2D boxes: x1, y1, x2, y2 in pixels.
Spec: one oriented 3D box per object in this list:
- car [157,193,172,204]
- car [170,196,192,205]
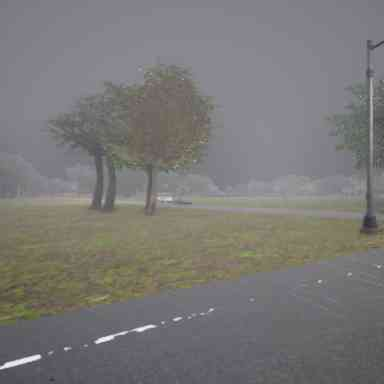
[{"bbox_3d":[-6.085,1.296,68.751,2.150,2.045,5.566,1,0,-34],"label":"car"},{"bbox_3d":[-1.787,1.757,62.304,1.994,1.385,4.181,1,-1,-32],"label":"car"}]
